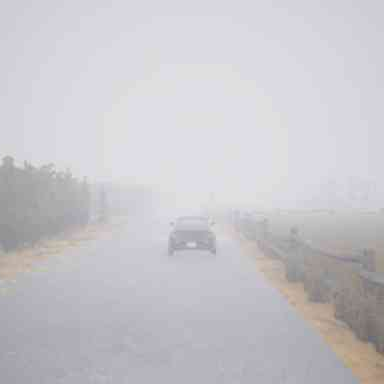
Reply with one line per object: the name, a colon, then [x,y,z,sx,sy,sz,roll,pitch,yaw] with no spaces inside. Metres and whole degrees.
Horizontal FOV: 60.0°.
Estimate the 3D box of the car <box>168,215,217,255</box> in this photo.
car: [0.019,1.681,13.870,1.812,1.442,4.674,0,0,0]
